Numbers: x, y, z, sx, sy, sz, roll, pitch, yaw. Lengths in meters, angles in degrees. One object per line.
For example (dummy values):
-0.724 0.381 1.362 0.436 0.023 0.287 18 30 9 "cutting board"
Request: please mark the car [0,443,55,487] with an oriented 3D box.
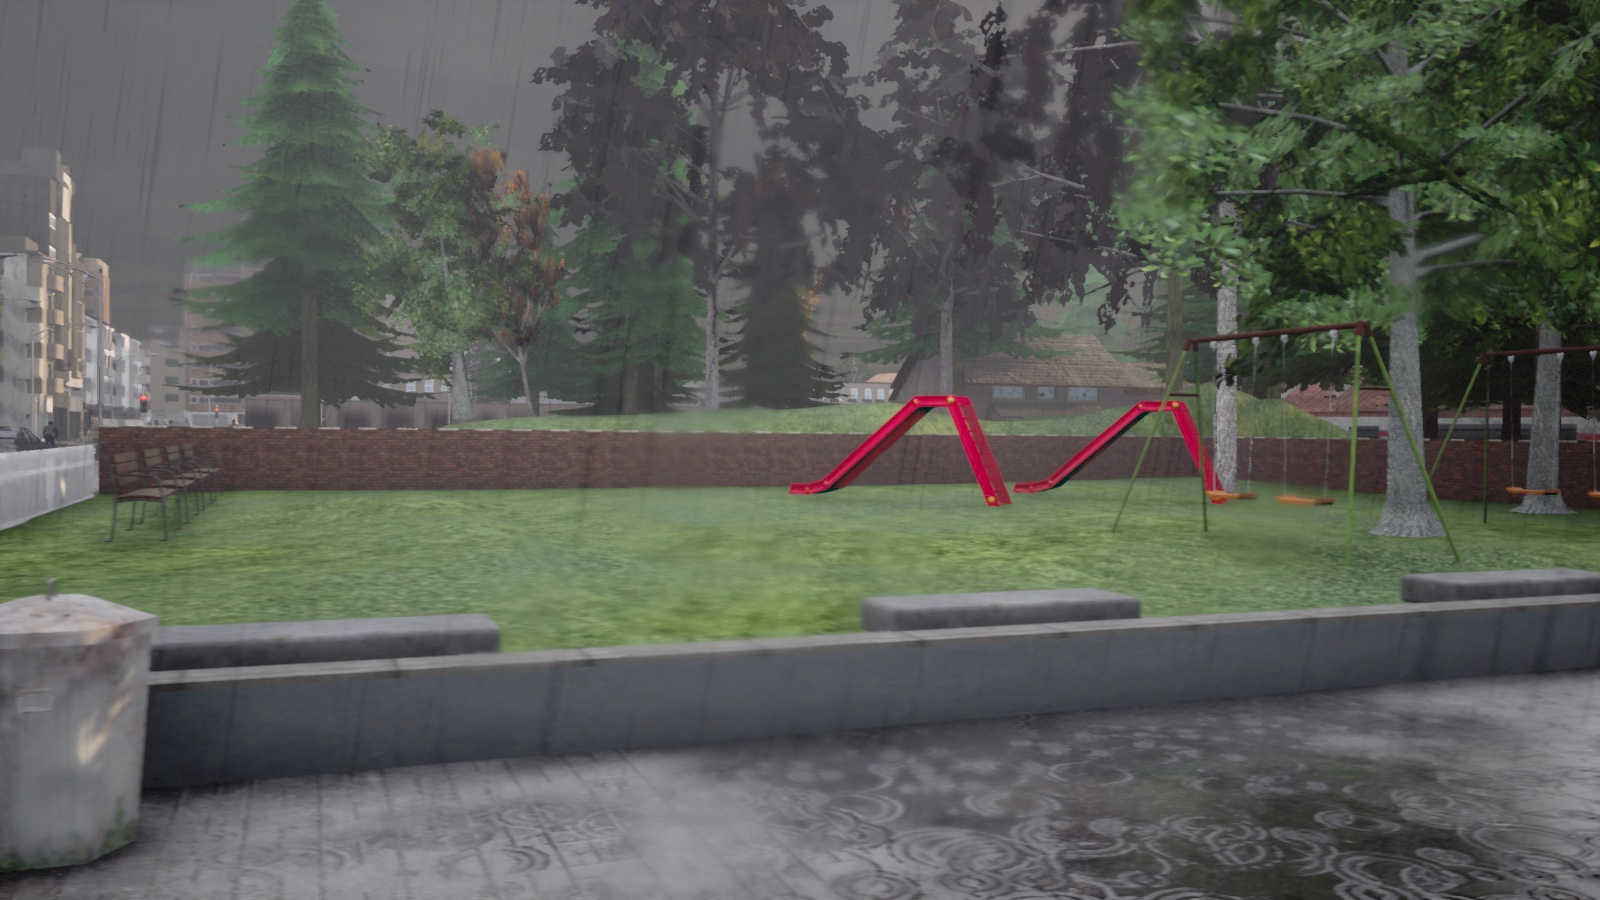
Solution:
-27.655 0.487 43.762 2.033 1.411 5.357 -1 1 -21 "car"
